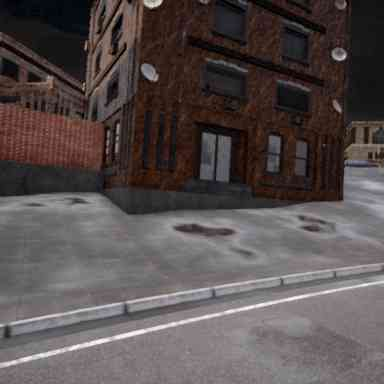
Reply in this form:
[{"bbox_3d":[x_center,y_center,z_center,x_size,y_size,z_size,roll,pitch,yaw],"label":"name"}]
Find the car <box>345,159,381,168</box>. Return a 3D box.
[{"bbox_3d":[21.220,-3.313,41.899,4.553,1.767,2.185,2,-3,15],"label":"car"}]
